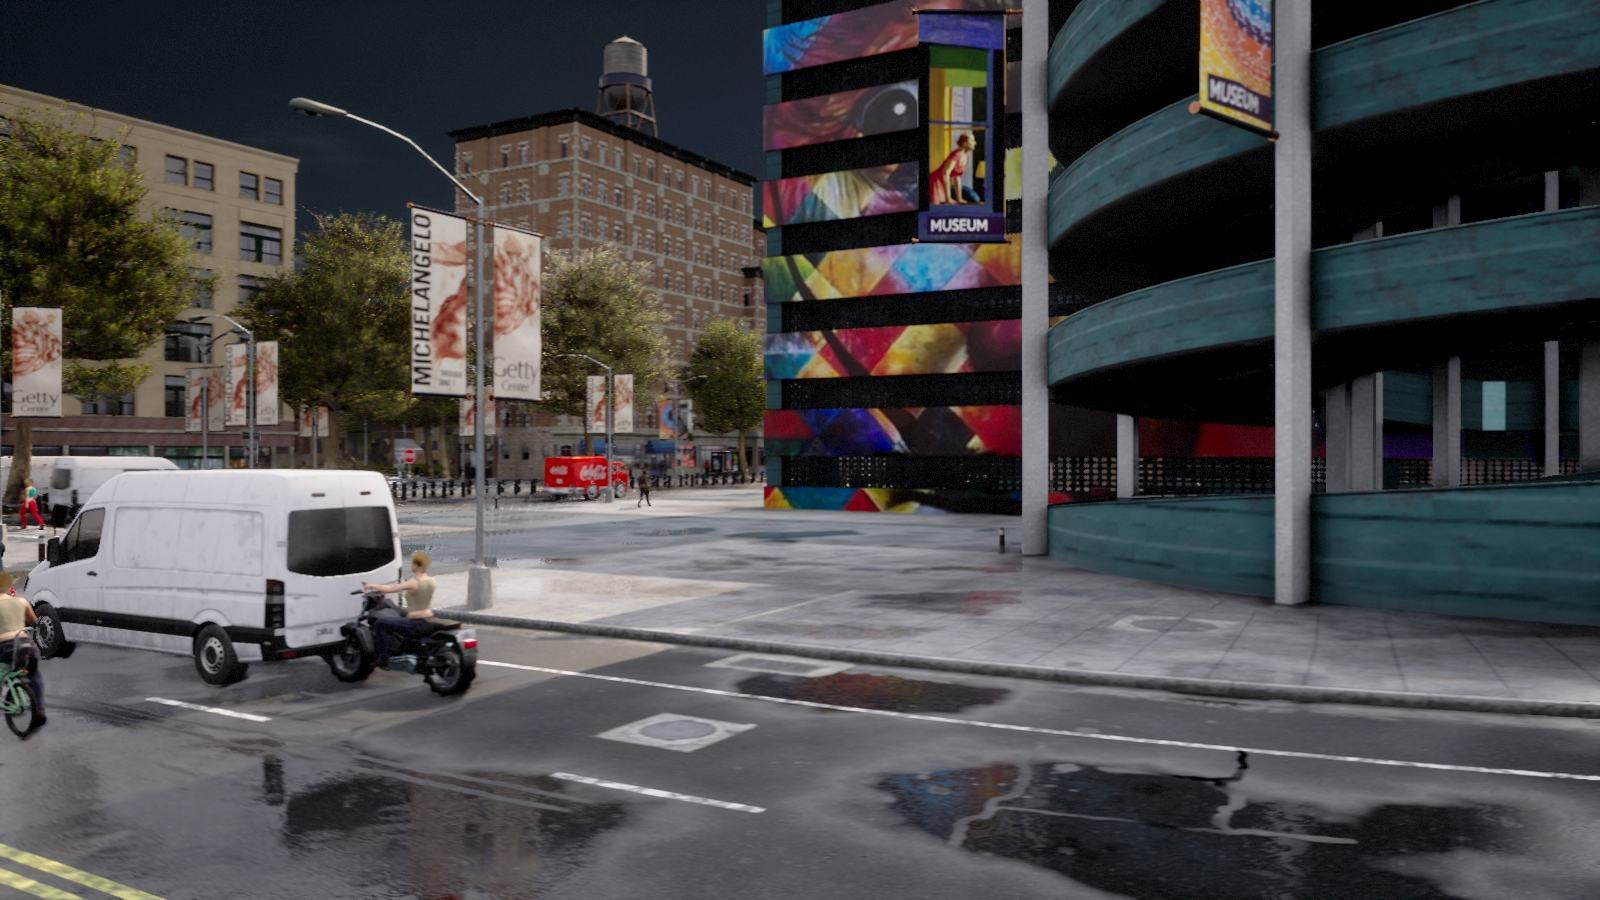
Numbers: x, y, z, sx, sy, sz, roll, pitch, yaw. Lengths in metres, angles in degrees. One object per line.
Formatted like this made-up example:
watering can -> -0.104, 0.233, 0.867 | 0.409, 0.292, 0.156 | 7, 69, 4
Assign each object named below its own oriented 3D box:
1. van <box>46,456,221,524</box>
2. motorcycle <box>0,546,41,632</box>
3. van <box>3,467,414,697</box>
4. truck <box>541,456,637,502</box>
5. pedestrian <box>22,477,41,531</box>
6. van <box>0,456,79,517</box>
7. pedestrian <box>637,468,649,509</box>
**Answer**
van -> -27.058, 1.561, 46.625 | 1.988, 2.561, 5.915 | 0, 0, 33
motorcycle -> -13.048, 2.192, 18.213 | 1.805, 1.236, 0.856 | 0, 0, 30
van -> -8.075, 1.544, 15.388 | 5.915, 2.561, 1.988 | 0, 0, 29
truck -> -12.040, 1.613, 65.473 | 2.627, 2.467, 5.204 | 0, 0, 31
pedestrian -> -26.860, 1.871, 39.935 | 0.375, 1.860, 0.375 | 0, 0, 10
van -> -34.645, 1.560, 49.098 | 1.988, 2.561, 5.915 | 0, 0, 30
pedestrian -> -7.189, 1.736, 52.230 | 0.375, 1.860, 0.375 | 0, 0, 30
